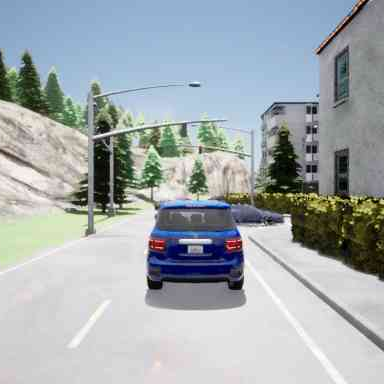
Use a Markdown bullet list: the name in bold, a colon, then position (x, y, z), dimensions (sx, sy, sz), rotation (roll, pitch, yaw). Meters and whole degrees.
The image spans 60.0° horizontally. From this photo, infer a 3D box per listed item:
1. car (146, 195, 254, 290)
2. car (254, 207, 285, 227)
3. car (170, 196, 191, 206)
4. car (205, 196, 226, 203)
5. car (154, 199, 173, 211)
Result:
- **car**: position (0.087, 1.221, 9.226), dimensions (2.150, 2.045, 5.566), rotation (0, 0, 0)
- **car**: position (3.448, 1.547, 22.577), dimensions (5.357, 1.411, 2.033), rotation (0, 0, 8)
- **car**: position (-1.871, 1.492, 56.223), dimensions (2.128, 1.511, 4.902), rotation (0, 0, 18)
- **car**: position (5.006, 1.504, 69.317), dimensions (1.837, 1.490, 4.892), rotation (0, 0, 40)
- **car**: position (-3.447, 1.564, 40.866), dimensions (1.994, 1.385, 4.181), rotation (0, 0, 1)
